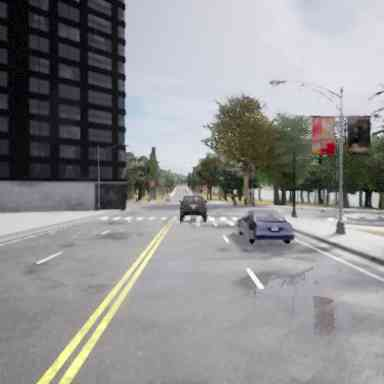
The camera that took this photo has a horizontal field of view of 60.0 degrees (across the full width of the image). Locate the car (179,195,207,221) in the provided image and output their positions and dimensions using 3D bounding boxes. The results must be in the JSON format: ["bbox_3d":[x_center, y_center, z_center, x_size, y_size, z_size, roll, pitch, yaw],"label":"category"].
[{"bbox_3d":[0.095,1.270,27.956,2.150,2.045,5.566,0,0,0],"label":"car"}]

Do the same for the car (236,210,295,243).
[{"bbox_3d":[3.360,1.555,16.001,2.033,1.411,5.357,0,0,0],"label":"car"}]
